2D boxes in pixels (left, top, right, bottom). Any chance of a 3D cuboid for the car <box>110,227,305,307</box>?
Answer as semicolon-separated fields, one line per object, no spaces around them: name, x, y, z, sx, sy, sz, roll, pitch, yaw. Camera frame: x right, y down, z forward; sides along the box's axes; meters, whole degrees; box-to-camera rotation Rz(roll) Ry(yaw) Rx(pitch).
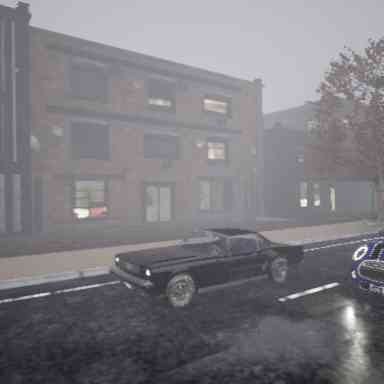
car;0.520;1.579;8.026;4.718;1.301;1.895;0;0;-35

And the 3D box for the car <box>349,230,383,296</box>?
car;5.653;1.321;7.684;4.553;1.767;2.097;0;0;-35
